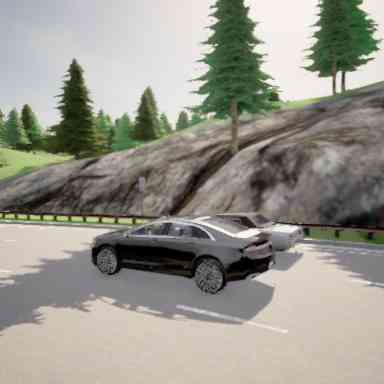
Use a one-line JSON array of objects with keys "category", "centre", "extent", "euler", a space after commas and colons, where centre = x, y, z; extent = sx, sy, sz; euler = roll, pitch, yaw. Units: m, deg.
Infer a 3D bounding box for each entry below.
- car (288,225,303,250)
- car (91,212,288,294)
[{"category": "car", "centre": [1.243, 1.364, 11.533], "extent": [4.718, 1.301, 1.895], "euler": [0, 1, 30]}, {"category": "car", "centre": [-0.401, 1.330, 8.316], "extent": [4.902, 1.511, 2.128], "euler": [0, 1, 31]}]
